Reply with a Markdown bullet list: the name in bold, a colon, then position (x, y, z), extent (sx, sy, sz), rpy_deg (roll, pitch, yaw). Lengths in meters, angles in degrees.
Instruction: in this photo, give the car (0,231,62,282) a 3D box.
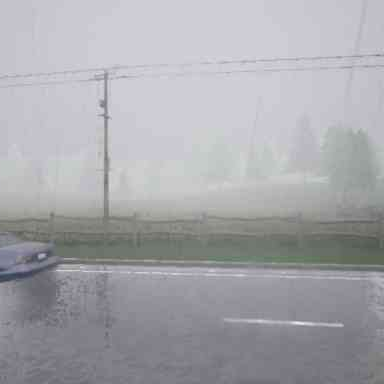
- **car**: position (-6.364, 1.725, 8.976), extent (5.357, 1.411, 2.033), rpy_deg (0, -1, 8)
